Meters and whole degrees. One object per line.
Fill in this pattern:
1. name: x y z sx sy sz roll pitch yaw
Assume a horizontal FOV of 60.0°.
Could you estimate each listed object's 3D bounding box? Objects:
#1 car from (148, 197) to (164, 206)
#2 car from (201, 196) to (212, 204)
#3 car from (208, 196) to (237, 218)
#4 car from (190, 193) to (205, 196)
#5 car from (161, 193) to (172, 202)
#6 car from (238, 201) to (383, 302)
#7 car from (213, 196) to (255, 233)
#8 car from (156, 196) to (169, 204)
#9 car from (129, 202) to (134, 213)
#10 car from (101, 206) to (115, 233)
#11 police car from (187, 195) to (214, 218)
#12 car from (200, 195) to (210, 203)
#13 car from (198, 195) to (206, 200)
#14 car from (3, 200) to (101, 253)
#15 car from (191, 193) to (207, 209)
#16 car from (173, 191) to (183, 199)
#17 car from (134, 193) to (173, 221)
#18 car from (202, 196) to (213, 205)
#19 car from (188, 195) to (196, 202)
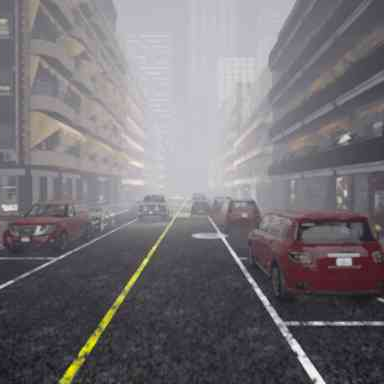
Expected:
1. car: -5.699 1.518 53.078 2.008 1.369 4.403 -1 0 0
2. car: 2.681 1.526 64.253 1.947 1.339 4.313 -1 0 0
3. car: 2.677 1.295 30.641 2.192 1.841 5.009 -1 0 0
4. car: 0.899 1.325 40.242 2.097 1.767 4.553 0 0 0
5. car: -5.702 1.270 75.486 2.192 1.841 5.009 -1 0 0
6. car: 2.676 1.309 8.233 2.192 1.841 5.009 -1 0 0
7. car: 2.676 1.302 19.437 2.192 1.841 5.009 -1 0 0
8. car: -5.699 1.511 64.282 2.008 1.369 4.403 -1 0 0
9. car: -5.700 1.559 36.272 1.802 1.307 4.206 -1 0 0
10. car: -5.708 1.538 19.466 2.008 1.369 4.403 -1 0 0
11. police car: 0.797 1.406 30.388 1.930 1.638 5.238 0 0 0
12. car: 2.679 1.397 69.855 1.967 1.590 4.097 -1 0 0
13. car: 2.682 1.512 92.263 1.947 1.339 4.313 -1 0 0
14. car: -5.694 1.306 13.863 2.192 1.841 5.009 -1 0 0
15. car: 0.901 1.195 46.302 2.150 2.045 5.566 0 0 0
16. car: -2.999 0.837 68.901 2.150 2.045 5.566 0 0 0
17. car: -3.096 1.205 27.795 2.150 2.045 5.566 0 0 0
18. car: 2.680 1.489 58.821 1.752 1.417 4.829 -1 0 0
19. car: 0.001 1.466 76.599 1.812 1.442 4.674 0 0 0
